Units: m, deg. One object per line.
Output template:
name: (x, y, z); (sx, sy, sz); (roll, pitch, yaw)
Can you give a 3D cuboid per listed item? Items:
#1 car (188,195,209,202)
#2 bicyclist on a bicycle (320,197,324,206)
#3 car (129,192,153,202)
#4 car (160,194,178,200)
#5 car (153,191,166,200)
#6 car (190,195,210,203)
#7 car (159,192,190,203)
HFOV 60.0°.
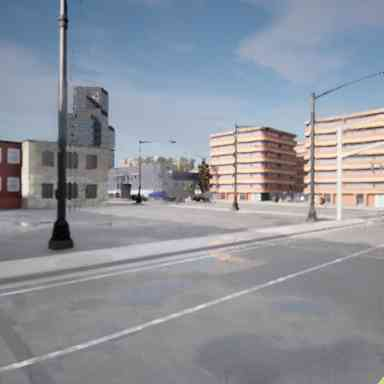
car: (1.334, 1.395, 72.651); (1.895, 1.301, 4.718); (1, 1, -44)
bicyclist on a bicycle: (22.884, 1.626, 58.588); (1.656, 1.620, 0.582); (0, 1, -44)
car: (-10.282, 1.137, 64.519); (1.837, 1.490, 4.892); (1, 0, -43)
car: (-5.554, 1.100, 79.876); (1.994, 1.385, 4.181); (1, 0, -44)
car: (-8.103, 0.738, 77.482); (2.150, 2.045, 5.566); (1, 0, -44)
car: (1.534, 1.354, 67.405); (1.837, 1.490, 4.892); (1, 1, -43)
car: (-3.258, 1.277, 62.164); (2.128, 1.511, 4.902); (1, 1, -43)
